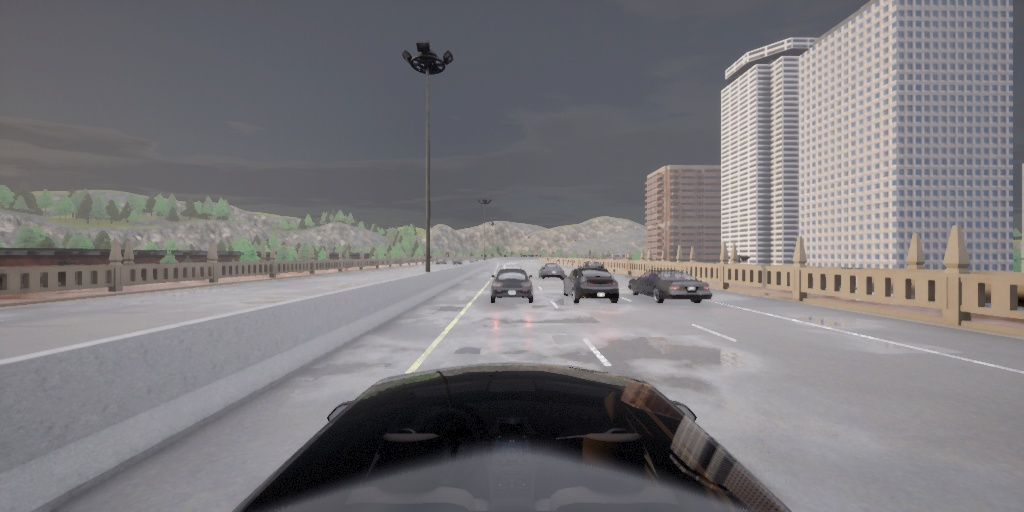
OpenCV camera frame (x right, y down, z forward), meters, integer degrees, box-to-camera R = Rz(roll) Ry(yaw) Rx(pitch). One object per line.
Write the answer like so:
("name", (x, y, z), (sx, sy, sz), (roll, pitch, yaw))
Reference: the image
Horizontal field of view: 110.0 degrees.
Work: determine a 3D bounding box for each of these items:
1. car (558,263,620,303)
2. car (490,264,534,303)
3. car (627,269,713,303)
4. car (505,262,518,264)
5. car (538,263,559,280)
("car", (3.500, 1.266, 16.500), (1.837, 1.490, 4.892), (0, 0, 0))
("car", (0.000, 1.283, 16.500), (1.812, 1.442, 4.674), (0, 0, 0))
("car", (7.000, 1.313, 16.500), (2.033, 1.411, 5.357), (0, 0, 0))
("car", (-0.056, 1.283, 31.578), (1.812, 1.442, 4.674), (0, 0, -1))
("car", (3.443, 1.322, 31.630), (1.994, 1.385, 4.181), (0, 0, -1))
